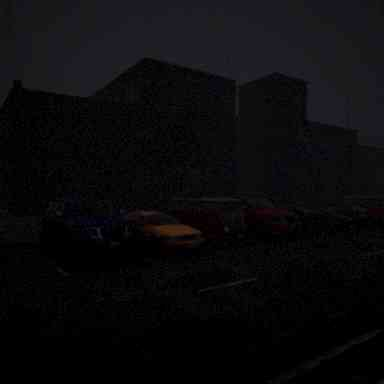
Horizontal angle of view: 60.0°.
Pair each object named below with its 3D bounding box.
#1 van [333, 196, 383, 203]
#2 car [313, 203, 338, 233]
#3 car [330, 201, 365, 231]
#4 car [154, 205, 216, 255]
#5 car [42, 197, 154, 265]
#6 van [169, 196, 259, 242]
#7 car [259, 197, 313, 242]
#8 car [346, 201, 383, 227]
[{"bbox_3d":[11.848,1.270,23.586,1.878,1.987,4.442,0,0,-35],"label":"van"},{"bbox_3d":[5.130,1.474,18.646,2.231,1.521,4.892,0,0,-35],"label":"car"},{"bbox_3d":[7.406,1.509,20.239,2.163,1.488,4.792,0,0,-35],"label":"car"},{"bbox_3d":[-1.555,1.458,13.661,1.946,1.575,5.366,0,0,-35],"label":"car"},{"bbox_3d":[-3.909,1.207,12.177,2.435,2.045,5.566,0,0,-35],"label":"car"},{"bbox_3d":[0.668,1.238,15.330,1.878,1.987,4.442,0,0,-35],"label":"van"},{"bbox_3d":[2.879,1.216,17.014,2.435,2.045,5.566,0,0,-35],"label":"car"},{"bbox_3d":[9.552,1.526,21.802,2.002,1.452,4.674,0,0,-35],"label":"car"}]
